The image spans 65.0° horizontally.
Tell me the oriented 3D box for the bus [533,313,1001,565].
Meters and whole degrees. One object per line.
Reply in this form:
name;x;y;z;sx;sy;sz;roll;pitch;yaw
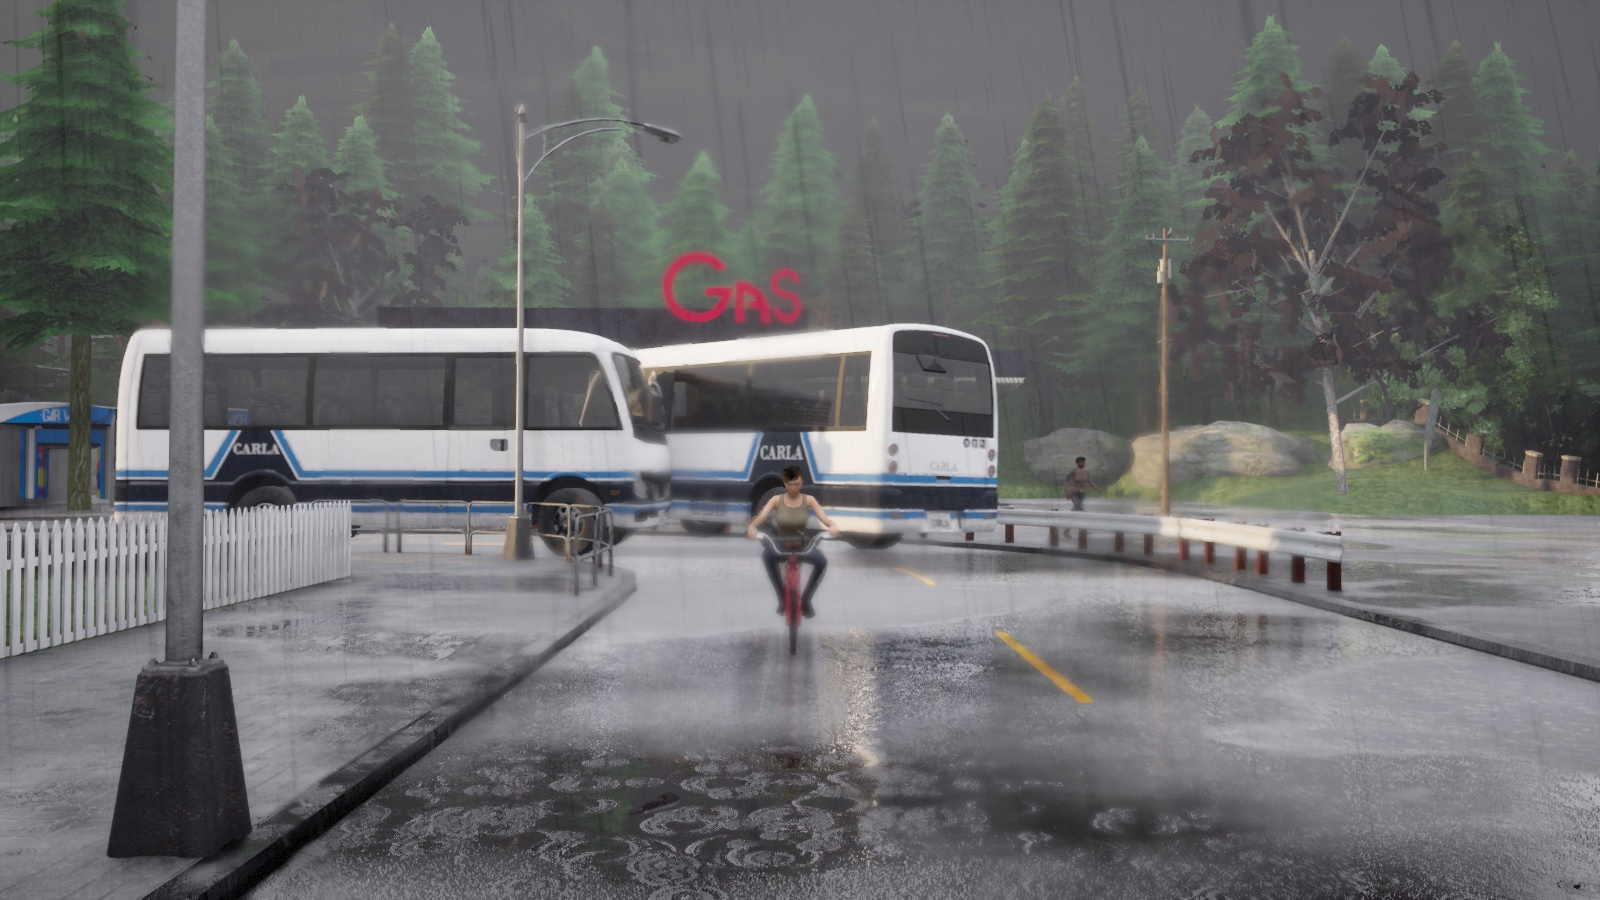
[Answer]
bus;-1.134;-0.114;26.330;3.944;4.253;10.273;2;-2;-43

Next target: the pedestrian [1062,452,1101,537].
pedestrian;6.121;0.960;27.367;0.328;1.805;0.869;0;-1;-28

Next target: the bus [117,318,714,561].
bus;-7.030;-0.130;24.229;10.273;4.253;3.944;0;-1;3

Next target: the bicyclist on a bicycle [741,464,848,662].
bicyclist on a bicycle;-0.050;0.937;11.039;0.866;1.612;1.509;0;-1;-1
